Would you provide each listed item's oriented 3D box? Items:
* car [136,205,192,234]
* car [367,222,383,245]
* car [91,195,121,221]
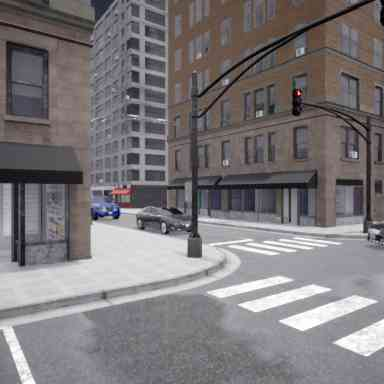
[{"bbox_3d":[-1.660,1.574,19.844,1.837,1.490,4.892,0,0,-35],"label":"car"},{"bbox_3d":[9.656,1.496,13.267,4.902,1.511,2.128,0,0,0],"label":"car"},{"bbox_3d":[-8.185,1.337,29.003,2.150,2.045,5.566,0,0,-36],"label":"car"}]
